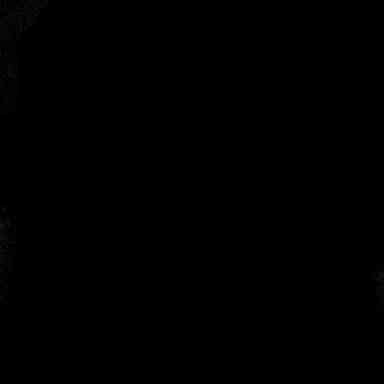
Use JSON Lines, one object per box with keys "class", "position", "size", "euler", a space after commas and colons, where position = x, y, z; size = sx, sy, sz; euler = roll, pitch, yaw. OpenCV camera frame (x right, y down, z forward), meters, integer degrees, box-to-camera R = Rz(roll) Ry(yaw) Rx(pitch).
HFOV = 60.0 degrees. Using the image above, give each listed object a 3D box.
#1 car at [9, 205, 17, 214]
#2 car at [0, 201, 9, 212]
{"class": "car", "position": [-16.225, 1.525, 33.541], "size": [1.802, 1.307, 4.206], "euler": [0, -1, 36]}
{"class": "car", "position": [-19.368, 1.181, 29.152], "size": [2.192, 1.841, 5.009], "euler": [0, -1, 36]}
